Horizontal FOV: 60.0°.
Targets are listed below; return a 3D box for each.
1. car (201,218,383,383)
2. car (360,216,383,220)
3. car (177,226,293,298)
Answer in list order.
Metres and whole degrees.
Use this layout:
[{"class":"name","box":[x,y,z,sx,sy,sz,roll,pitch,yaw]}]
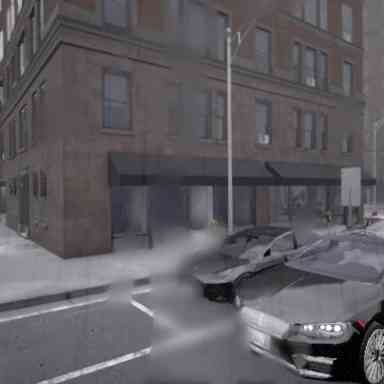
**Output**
[{"class":"car","box":[2.784,1.440,5.345,4.902,1.511,2.128,-1,0,-35]},{"class":"car","box":[6.178,1.473,10.941,4.206,1.307,1.802,-1,0,-35]},{"class":"car","box":[1.699,1.510,7.746,4.313,1.339,1.947,-1,0,-35]}]
